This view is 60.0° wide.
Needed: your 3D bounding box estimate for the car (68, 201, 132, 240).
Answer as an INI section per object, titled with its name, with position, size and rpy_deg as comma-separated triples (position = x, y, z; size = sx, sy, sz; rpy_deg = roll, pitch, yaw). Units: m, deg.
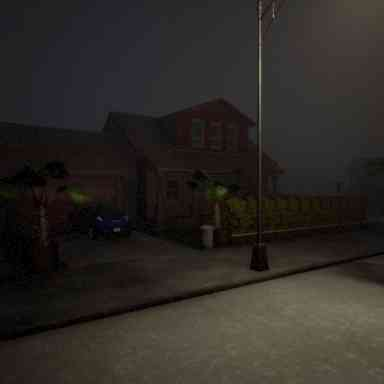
[car]
position = -4.076, 1.174, 14.562
size = 1.845, 1.501, 3.633
rpy_deg = 0, 0, -38
